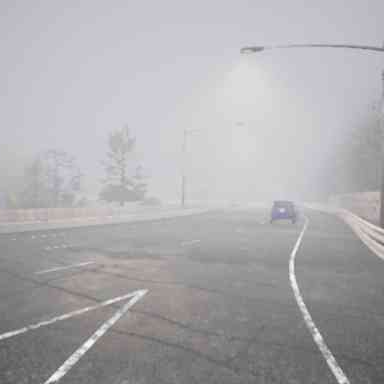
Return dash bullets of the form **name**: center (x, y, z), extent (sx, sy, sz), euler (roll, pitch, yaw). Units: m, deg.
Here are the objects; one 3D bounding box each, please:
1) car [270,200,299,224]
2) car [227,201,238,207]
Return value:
- **car**: center (8.629, 1.780, 30.928), extent (2.150, 2.045, 5.566), euler (1, -1, 20)
- **car**: center (9.185, 2.701, 76.001), extent (1.895, 1.301, 4.718), euler (1, -1, -2)
